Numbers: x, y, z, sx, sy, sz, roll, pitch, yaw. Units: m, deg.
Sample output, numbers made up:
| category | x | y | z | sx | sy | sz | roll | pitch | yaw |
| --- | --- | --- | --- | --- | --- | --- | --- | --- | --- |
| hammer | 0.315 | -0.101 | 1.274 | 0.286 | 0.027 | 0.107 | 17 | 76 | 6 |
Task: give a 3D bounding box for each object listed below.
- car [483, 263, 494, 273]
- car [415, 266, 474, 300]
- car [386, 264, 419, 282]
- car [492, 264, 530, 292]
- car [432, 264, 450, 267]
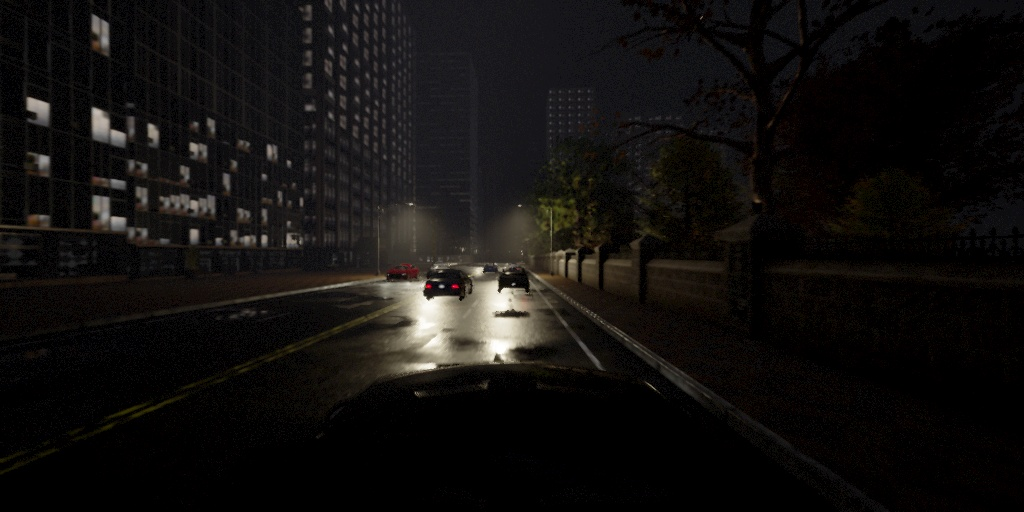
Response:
| category | x | y | z | sx | sy | sz | roll | pitch | yaw |
| --- | --- | --- | --- | --- | --- | --- | --- | --- | --- |
| car | -3.143 | 1.753 | 52.902 | 1.994 | 1.385 | 4.181 | 0 | 0 | 0 |
| car | -3.151 | 1.440 | 18.564 | 2.033 | 1.411 | 5.357 | 0 | 0 | 0 |
| car | -9.839 | 1.486 | 32.621 | 1.882 | 1.535 | 5.008 | 0 | -1 | 0 |
| car | 0.098 | 1.423 | 22.820 | 2.128 | 1.511 | 4.902 | 0 | 0 | 0 |
| car | -6.587 | 1.508 | 33.141 | 2.128 | 1.511 | 4.902 | 0 | -1 | 0 |
